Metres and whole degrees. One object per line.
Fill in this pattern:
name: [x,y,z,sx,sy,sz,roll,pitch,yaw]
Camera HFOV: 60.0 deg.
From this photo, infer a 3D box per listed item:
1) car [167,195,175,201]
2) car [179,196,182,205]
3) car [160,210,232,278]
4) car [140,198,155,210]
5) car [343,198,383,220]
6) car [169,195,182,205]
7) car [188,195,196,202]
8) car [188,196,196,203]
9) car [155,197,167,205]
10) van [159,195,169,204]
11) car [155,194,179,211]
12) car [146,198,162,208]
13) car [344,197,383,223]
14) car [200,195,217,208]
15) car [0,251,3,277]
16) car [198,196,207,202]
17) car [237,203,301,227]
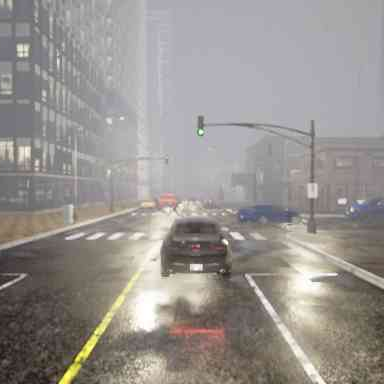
car: [-5.680,1.664,89.525,1.752,1.417,4.829,-1,0,0]
car: [-3.083,1.570,52.187,2.128,1.511,4.902,0,0,0]
car: [0.099,1.520,10.213,1.837,1.490,4.892,0,0,0]
car: [-5.845,1.592,44.373,1.752,1.417,4.829,-1,0,0]
car: [16.523,1.466,29.846,5.009,1.841,2.192,1,0,1]
car: [-3.006,1.446,62.120,2.097,1.767,4.553,0,0,0]
car: [-0.010,1.586,81.476,2.033,1.411,5.357,0,0,0]
car: [-0.009,1.607,71.062,1.837,1.490,4.892,0,0,0]
car: [-5.676,1.659,61.475,1.947,1.339,4.313,-1,0,0]
van: [-5.680,1.443,67.119,1.690,1.788,3.998,-1,0,0]
car: [-3.107,1.285,42.434,2.150,2.045,5.566,0,0,0]
car: [-5.674,1.641,50.186,1.947,1.339,4.313,-1,0,0]
car: [15.547,1.399,27.262,5.566,2.045,2.150,1,1,1]
car: [2.671,1.515,50.133,1.967,1.590,4.097,-1,0,0]
car: [-5.704,1.450,6.595,1.967,1.590,4.097,-1,0,0]
car: [2.668,1.680,83.997,2.008,1.369,4.403,-1,0,0]
car: [5.496,1.553,23.462,5.008,1.535,1.882,2,-2,-30]
